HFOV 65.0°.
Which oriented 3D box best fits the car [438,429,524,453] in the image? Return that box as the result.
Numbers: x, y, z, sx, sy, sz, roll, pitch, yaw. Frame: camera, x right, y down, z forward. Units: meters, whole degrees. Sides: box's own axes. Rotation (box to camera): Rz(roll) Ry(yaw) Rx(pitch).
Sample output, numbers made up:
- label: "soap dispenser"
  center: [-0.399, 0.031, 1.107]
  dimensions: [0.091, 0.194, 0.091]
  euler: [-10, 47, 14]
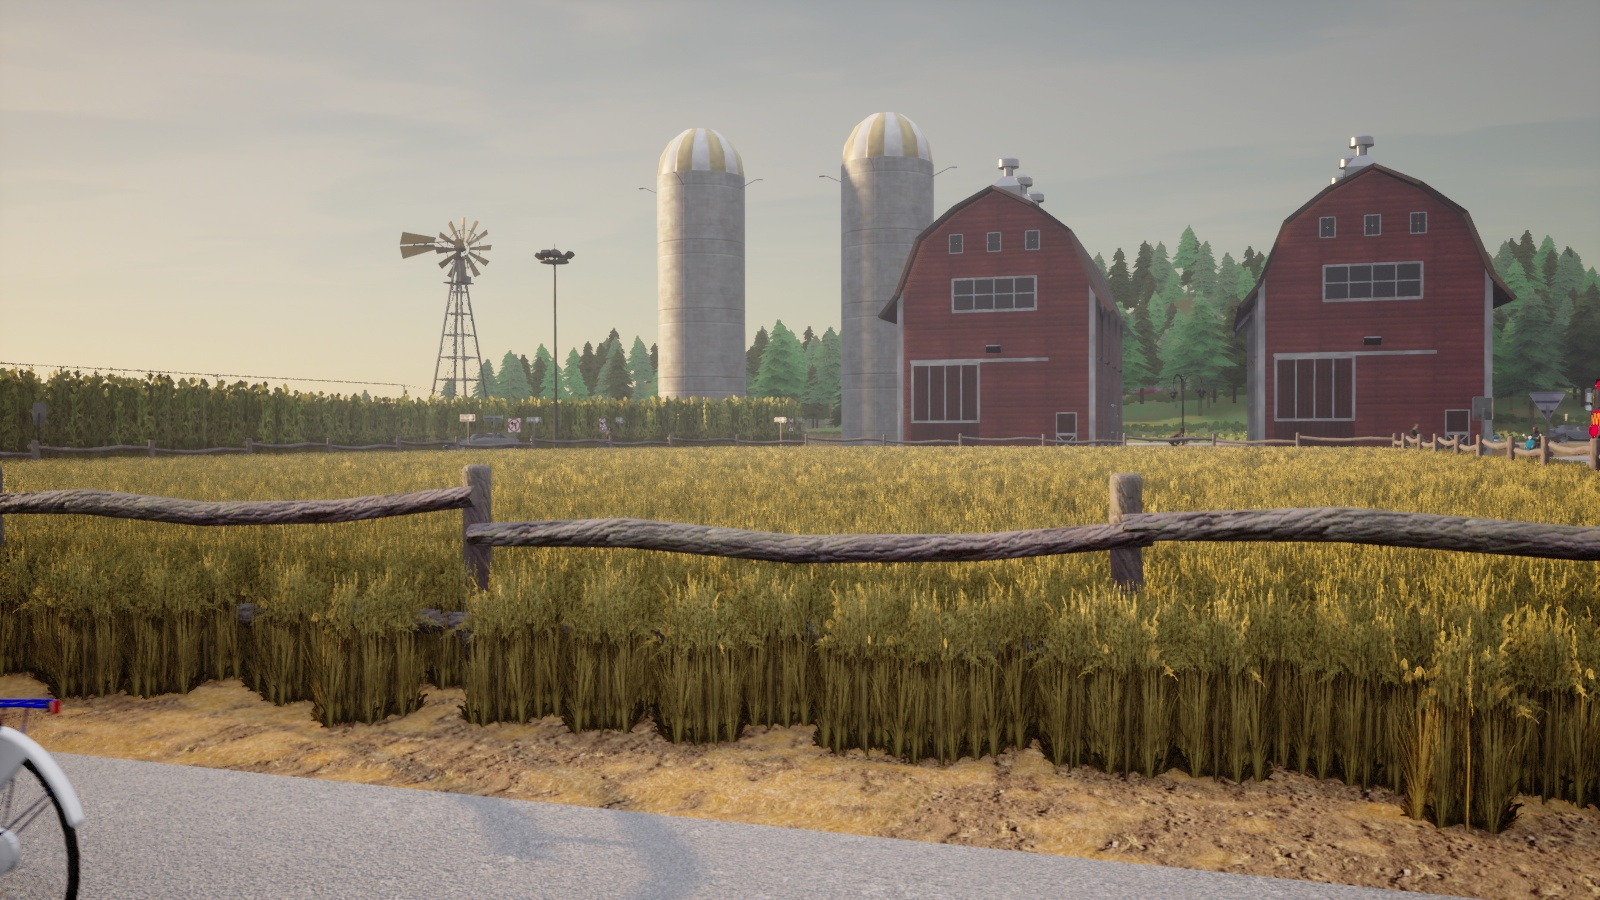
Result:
- label: "car"
  center: [-20.327, -0.576, 80.110]
  dimensions: [4.902, 1.511, 2.128]
  euler: [0, 1, -30]

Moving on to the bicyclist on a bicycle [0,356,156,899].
- label: "bicyclist on a bicycle"
  center: [-2.935, 0.625, 3.786]
  dimensions: [1.843, 1.776, 0.659]
  euler: [1, 1, 18]

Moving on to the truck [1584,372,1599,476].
- label: "truck"
  center: [30.183, -0.926, 43.766]
  dimensions: [2.891, 3.827, 8.468]
  euler: [1, 1, 19]
